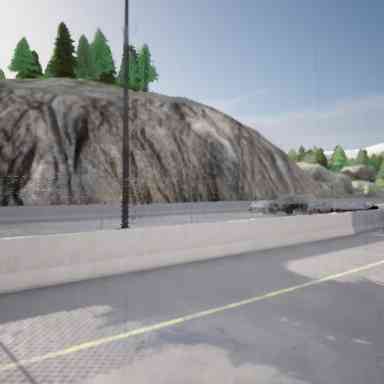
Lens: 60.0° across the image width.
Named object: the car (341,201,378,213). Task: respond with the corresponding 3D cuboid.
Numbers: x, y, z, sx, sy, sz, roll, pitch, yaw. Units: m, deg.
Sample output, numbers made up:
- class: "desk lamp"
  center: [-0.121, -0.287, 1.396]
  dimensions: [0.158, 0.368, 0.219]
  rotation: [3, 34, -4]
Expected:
- class: "car"
  center: [15.689, 1.590, 31.090]
  dimensions: [5.008, 1.535, 1.882]
  rotation: [0, 0, -43]
